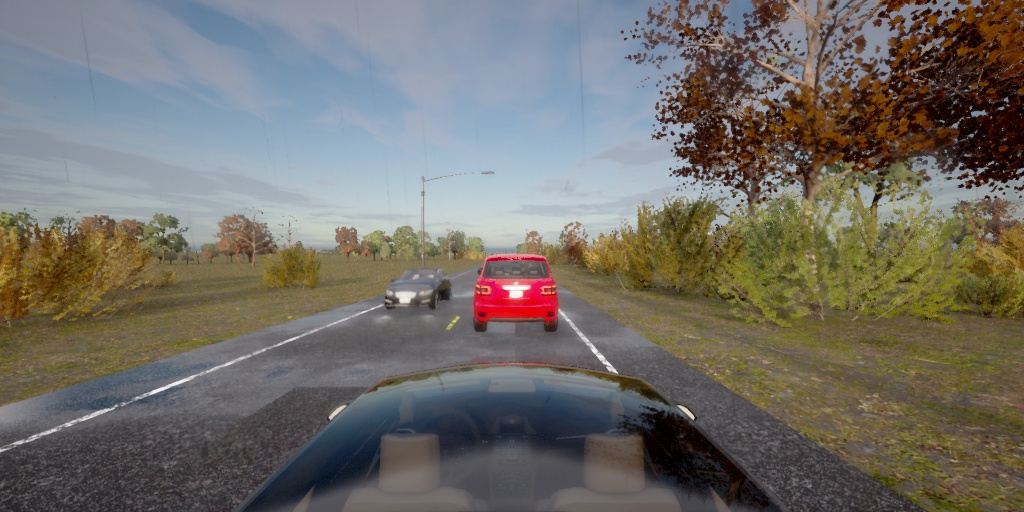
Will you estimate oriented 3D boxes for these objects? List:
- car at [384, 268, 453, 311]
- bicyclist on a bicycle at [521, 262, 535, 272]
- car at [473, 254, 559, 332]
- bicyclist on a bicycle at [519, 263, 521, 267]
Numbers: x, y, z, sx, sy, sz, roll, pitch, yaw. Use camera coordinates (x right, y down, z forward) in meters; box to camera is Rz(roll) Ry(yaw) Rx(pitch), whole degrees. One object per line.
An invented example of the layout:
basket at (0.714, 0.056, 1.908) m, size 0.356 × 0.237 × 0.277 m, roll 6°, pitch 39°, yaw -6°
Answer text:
car at (-3.616, 1.237, 14.563) m, size 2.128 × 1.511 × 4.902 m, roll 0°, pitch 0°, yaw 0°
bicyclist on a bicycle at (0.940, 1.114, 18.679) m, size 0.659 × 1.776 × 1.843 m, roll 0°, pitch 0°, yaw 0°
car at (0.090, 0.968, 10.973) m, size 2.150 × 2.045 × 5.566 m, roll 0°, pitch 0°, yaw 0°
bicyclist on a bicycle at (0.898, 1.111, 28.692) m, size 0.659 × 1.776 × 1.843 m, roll 0°, pitch 0°, yaw 0°
